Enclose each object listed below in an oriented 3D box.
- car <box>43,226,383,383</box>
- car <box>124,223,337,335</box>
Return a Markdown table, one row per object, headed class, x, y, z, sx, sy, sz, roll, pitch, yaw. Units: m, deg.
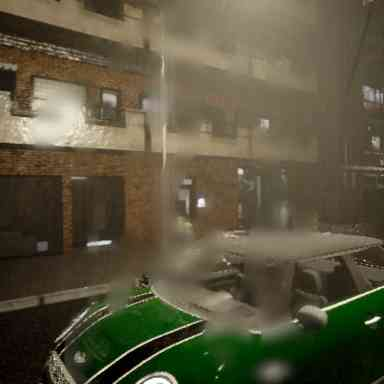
| class | x | y | z | sx | sy | sz | roll | pitch | yaw |
| --- | --- | --- | --- | --- | --- | --- | --- | --- | --- |
| car | 0.784 | 1.350 | 3.815 | 4.553 | 1.767 | 2.097 | 0 | 0 | -36 |
| car | 0.994 | 1.550 | 7.283 | 4.403 | 1.369 | 2.008 | 0 | -1 | -36 |
